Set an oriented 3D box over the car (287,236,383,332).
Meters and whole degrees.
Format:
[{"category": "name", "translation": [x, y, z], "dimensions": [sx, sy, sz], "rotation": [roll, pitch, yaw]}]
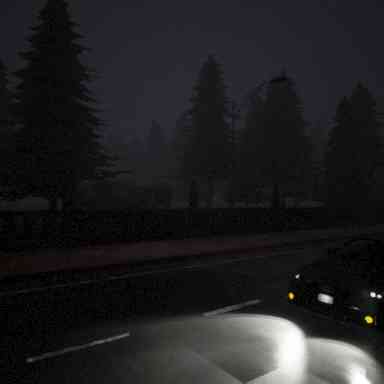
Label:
[{"category": "car", "translation": [3.877, 1.649, 6.796], "dimensions": [4.181, 1.385, 1.994], "rotation": [1, -1, -36]}]
